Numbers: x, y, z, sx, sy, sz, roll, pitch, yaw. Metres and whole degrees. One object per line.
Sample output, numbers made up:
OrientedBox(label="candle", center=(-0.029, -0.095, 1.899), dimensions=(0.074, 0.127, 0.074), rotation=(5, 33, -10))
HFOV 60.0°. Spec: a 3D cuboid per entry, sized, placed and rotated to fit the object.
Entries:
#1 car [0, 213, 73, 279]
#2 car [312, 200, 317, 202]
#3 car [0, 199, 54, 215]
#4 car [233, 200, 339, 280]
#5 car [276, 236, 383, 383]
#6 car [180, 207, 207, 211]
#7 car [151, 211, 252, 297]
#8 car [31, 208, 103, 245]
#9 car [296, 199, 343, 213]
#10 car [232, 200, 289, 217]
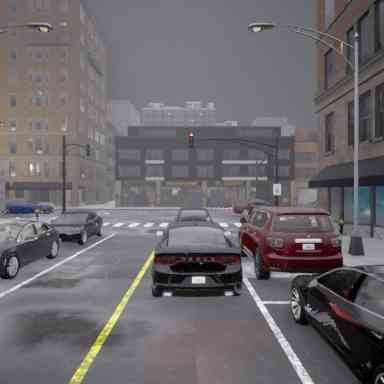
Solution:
OrientedBox(label="car", center=(-5.403, 1.550, 9.869), dimensions=(2.008, 1.369, 4.403), rotation=(0, 0, 0))
OrientedBox(label="car", center=(15.248, 1.305, 34.654), dimensions=(5.566, 2.045, 2.150), rotation=(0, 0, 0))
OrientedBox(label="car", center=(-15.490, 1.409, 31.017), dimensions=(5.008, 1.535, 1.882), rotation=(0, 0, 0))
OrientedBox(label="car", center=(2.622, 1.314, 9.880), dimensions=(2.192, 1.841, 5.009), rotation=(0, 0, 0))
OrientedBox(label="car", center=(2.630, 1.566, 4.218), dimensions=(1.947, 1.339, 4.313), rotation=(0, 0, 0))
OrientedBox(label="car", center=(0.057, 1.504, 16.202), dimensions=(1.837, 1.490, 4.892), rotation=(0, 0, 0))
OrientedBox(label="car", center=(0.061, 1.477, 8.634), dimensions=(1.882, 1.535, 5.008), rotation=(0, 0, -1))
OrientedBox(label="car", center=(-5.411, 1.565, 15.531), dimensions=(1.947, 1.339, 4.313), rotation=(0, 0, 0))
OrientedBox(label="car", center=(14.436, 1.605, 37.881), dimensions=(4.674, 1.442, 1.812), rotation=(0, 0, 0))
OrientedBox(label="car", center=(6.347, 1.515, 31.150), dimensions=(5.008, 1.535, 1.882), rotation=(0, 0, 0))
